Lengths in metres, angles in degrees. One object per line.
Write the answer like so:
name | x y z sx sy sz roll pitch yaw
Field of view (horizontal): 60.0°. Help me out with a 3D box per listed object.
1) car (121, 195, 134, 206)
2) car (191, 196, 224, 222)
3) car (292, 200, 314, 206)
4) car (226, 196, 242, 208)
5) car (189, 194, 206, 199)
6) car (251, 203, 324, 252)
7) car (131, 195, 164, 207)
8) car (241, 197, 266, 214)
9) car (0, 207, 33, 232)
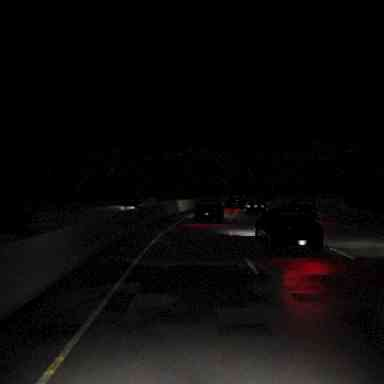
car | -7.903 1.154 46.000 1.837 1.490 4.892 0 0 20
car | 1.320 1.290 24.603 1.882 1.535 5.008 0 1 8
car | 8.697 1.324 26.378 1.812 1.442 4.674 0 0 10
car | 5.533 1.176 41.438 2.128 1.511 4.902 0 1 19
car | 1.116 1.046 58.188 2.128 1.511 4.902 0 1 27
car | 3.752 1.402 13.451 1.837 1.490 4.892 0 0 2
car | -4.152 1.266 34.043 1.812 1.442 4.674 0 0 14
car | 6.215 1.305 31.742 2.033 1.411 5.357 0 0 14
car | -10.258 1.471 17.035 1.895 1.301 4.718 0 0 4
